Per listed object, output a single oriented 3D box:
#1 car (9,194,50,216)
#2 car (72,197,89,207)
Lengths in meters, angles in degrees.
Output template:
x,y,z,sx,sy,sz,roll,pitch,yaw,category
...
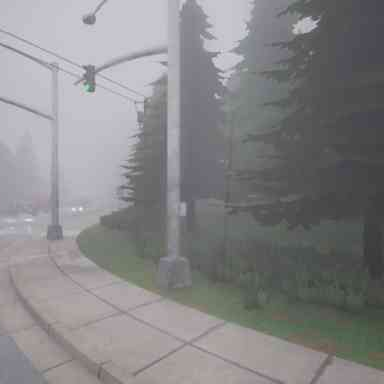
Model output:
x,y,z,sx,sy,sz,roll,pitch,yaw,category
-15.751,1.208,32.644,2.150,2.045,5.566,0,1,-5,car
-17.363,1.478,51.959,2.128,1.511,4.902,0,0,-5,car
